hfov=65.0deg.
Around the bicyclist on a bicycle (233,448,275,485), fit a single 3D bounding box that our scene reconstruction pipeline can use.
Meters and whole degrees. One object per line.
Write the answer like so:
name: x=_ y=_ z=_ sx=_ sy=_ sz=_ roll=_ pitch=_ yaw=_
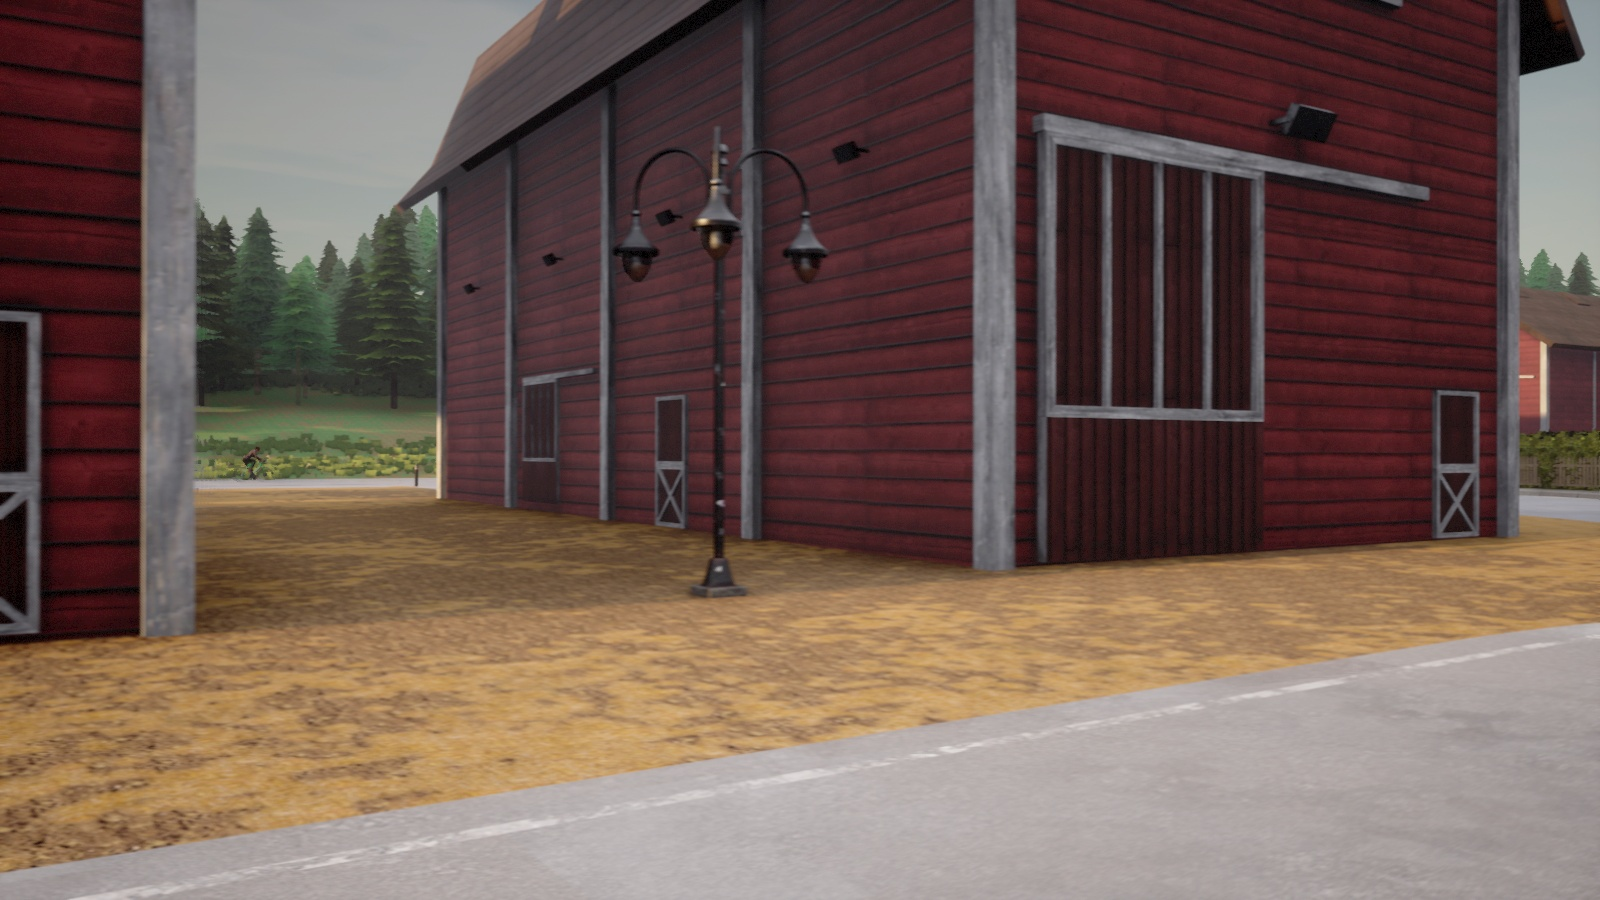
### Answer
bicyclist on a bicycle: x=-24.398 y=0.747 z=56.091 sx=1.656 sy=1.620 sz=0.582 roll=0 pitch=0 yaw=-31
